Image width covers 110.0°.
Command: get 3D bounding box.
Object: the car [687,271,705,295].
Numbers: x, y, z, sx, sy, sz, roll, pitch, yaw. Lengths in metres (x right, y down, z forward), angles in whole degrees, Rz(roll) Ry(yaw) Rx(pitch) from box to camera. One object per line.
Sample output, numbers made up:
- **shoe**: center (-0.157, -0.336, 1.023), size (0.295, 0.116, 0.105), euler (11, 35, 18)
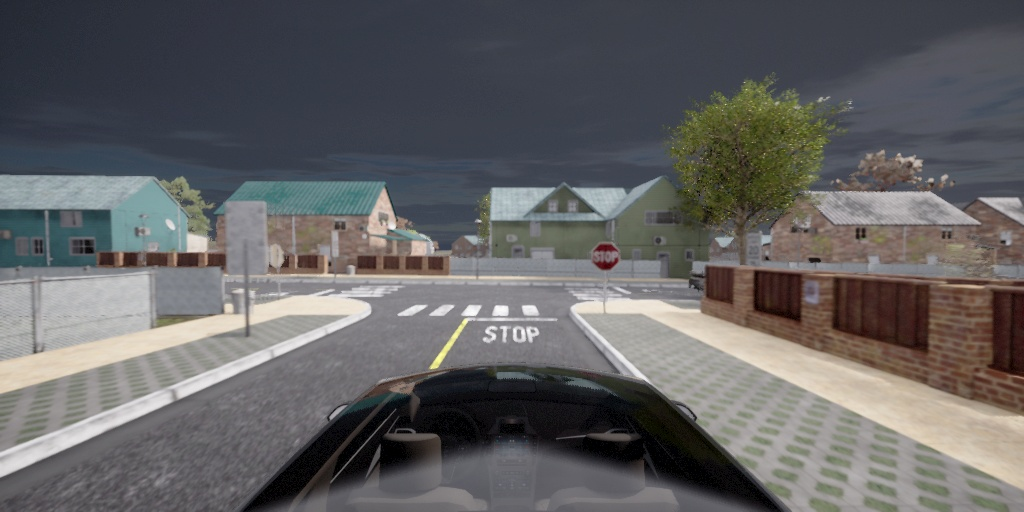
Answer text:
- **car**: center (11.280, 1.332, 17.612), size (4.902, 1.511, 2.128), euler (1, 2, -1)
